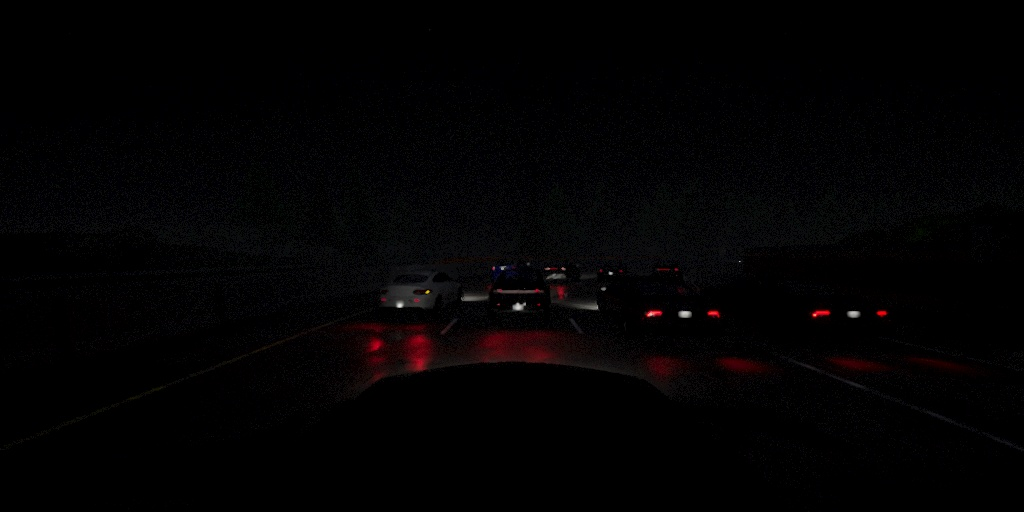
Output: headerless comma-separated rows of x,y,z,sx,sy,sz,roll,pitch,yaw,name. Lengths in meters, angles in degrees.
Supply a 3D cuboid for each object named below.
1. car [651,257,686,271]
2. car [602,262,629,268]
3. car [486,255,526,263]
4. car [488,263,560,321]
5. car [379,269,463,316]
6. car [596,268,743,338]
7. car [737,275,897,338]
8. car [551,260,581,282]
10.705,1.063,24.731,2.128,1.511,4.902,0,1,24,car
7.471,1.124,26.022,1.994,1.385,4.181,0,0,24,car
0.189,0.906,26.714,2.097,1.767,4.553,0,0,21,car
0.356,1.161,12.109,2.128,1.511,4.902,0,0,5,car
-3.080,1.190,12.795,1.812,1.442,4.674,0,0,5,car
3.702,1.233,9.943,2.033,1.411,5.357,0,0,3,car
7.199,1.233,9.945,2.033,1.411,5.357,0,0,3,car
3.754,1.051,26.259,2.128,1.511,4.902,0,1,22,car
